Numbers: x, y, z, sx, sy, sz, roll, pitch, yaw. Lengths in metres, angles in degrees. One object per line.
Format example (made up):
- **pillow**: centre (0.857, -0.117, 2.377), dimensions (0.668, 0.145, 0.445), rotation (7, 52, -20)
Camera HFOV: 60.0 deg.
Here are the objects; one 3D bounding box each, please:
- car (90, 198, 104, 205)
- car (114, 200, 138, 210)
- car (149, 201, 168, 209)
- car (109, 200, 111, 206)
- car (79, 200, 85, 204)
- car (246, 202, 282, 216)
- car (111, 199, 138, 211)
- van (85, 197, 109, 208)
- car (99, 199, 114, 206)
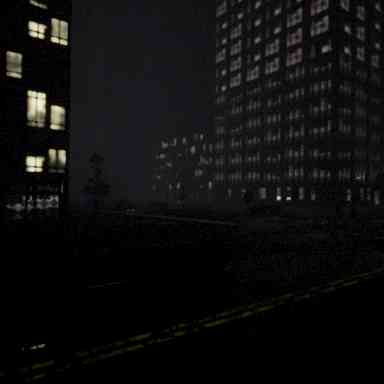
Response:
- **car**: centre (-22.209, 2.215, 77.637), dimensions (1.967, 1.590, 4.097), rotation (0, -1, -36)
- **car**: centre (-10.272, 1.971, 51.605), dimensions (1.994, 1.385, 4.181), rotation (1, -1, -36)
- **car**: centre (-5.536, 2.066, 54.877), dimensions (1.947, 1.339, 4.313), rotation (0, -1, -36)
- **car**: centre (-15.540, 2.231, 68.532), dimensions (1.947, 1.339, 4.313), rotation (0, -1, -36)
- **car**: centre (-25.543, 2.395, 82.187), dimensions (1.947, 1.339, 4.313), rotation (0, -1, -36)
- **car**: centre (7.904, 1.829, 36.748), dimensions (2.008, 1.369, 4.403), rotation (0, -1, -36)
- **car**: centre (-8.968, 1.747, 45.383), dimensions (1.967, 1.590, 4.097), rotation (0, -1, -36)
- **van**: centre (-15.636, 1.759, 54.485), dimensions (1.690, 1.788, 3.998), rotation (0, -1, -36)
- **car**: centre (-18.875, 2.302, 73.083), dimensions (1.802, 1.307, 4.206), rotation (0, -1, -36)
